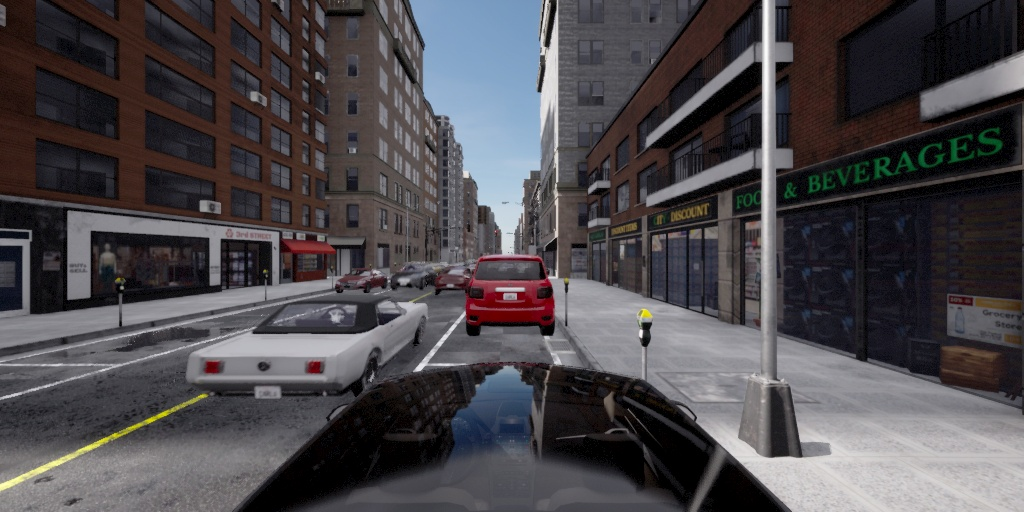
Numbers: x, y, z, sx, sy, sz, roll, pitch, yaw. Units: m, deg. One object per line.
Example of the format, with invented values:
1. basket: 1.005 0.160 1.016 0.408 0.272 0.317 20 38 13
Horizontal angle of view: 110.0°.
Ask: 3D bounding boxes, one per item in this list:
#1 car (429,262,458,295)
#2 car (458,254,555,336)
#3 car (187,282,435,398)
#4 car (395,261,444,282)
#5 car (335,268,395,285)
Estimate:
1. car: -3.021 1.276 19.813 1.812 1.442 4.674 0 0 0
2. car: -0.039 0.978 10.530 2.150 2.045 5.566 0 0 0
3. car: -2.923 1.350 6.531 1.895 1.301 4.718 0 0 0
4. car: -5.870 1.241 21.835 2.128 1.511 4.902 0 0 0
5. car: -8.408 1.332 20.388 1.802 1.307 4.207 0 0 0
